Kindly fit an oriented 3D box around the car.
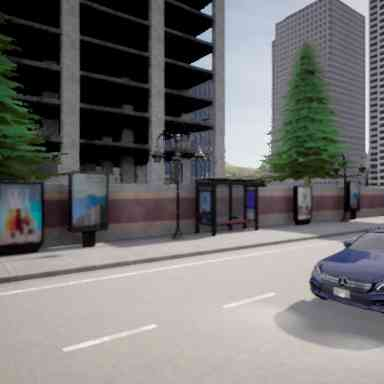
[{"bbox_3d":[4.526,1.508,7.217,4.674,1.442,1.812,0,0,-36],"label":"car"}]
